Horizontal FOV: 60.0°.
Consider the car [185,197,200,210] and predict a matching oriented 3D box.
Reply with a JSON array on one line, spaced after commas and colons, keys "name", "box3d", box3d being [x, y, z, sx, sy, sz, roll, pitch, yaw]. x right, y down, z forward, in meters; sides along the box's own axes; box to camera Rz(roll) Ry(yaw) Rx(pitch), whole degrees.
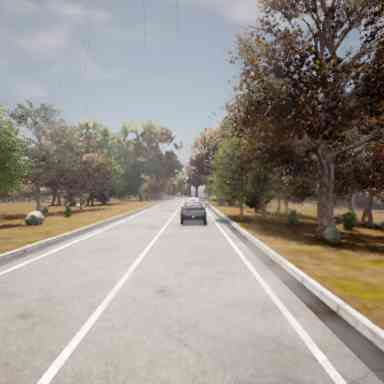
[{"name": "car", "box3d": [0.098, 1.445, 42.630, 1.812, 1.442, 4.674, 0, 0, 0]}]

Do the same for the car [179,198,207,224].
[{"name": "car", "box3d": [0.099, 1.475, 24.886, 2.128, 1.511, 4.902, 0, 0, 0]}]
